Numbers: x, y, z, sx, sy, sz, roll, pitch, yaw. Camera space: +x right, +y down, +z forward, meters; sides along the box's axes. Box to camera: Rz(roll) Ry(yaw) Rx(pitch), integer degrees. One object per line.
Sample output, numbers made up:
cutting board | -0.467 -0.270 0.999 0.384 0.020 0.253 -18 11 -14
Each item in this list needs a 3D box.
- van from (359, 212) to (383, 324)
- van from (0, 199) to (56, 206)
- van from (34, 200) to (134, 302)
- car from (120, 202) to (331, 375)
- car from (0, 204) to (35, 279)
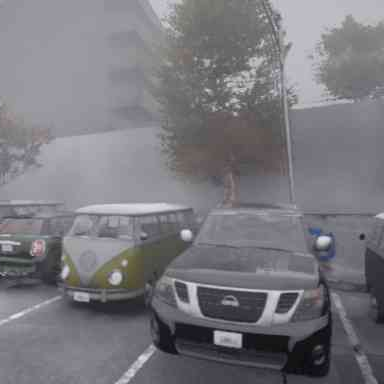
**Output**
van | 3.620 1.277 4.524 1.878 1.987 4.442 0 -1 17
van | -6.030 1.242 11.665 1.878 1.987 4.442 0 -1 16
van | -1.259 1.257 7.868 1.878 1.987 4.442 1 0 17
car | 1.176 1.241 6.167 2.435 2.045 5.566 1 0 17
car | -3.655 1.350 9.737 2.185 1.767 4.553 0 -1 17
